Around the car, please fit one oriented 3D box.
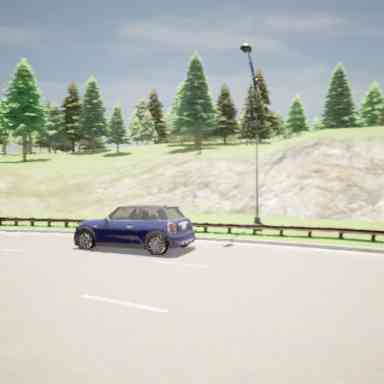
[{"bbox_3d":[-2.230,1.254,12.551,4.553,1.767,2.097,0,1,24],"label":"car"}]
